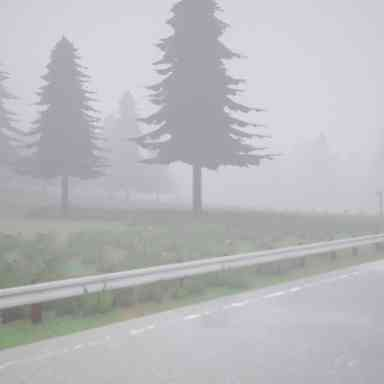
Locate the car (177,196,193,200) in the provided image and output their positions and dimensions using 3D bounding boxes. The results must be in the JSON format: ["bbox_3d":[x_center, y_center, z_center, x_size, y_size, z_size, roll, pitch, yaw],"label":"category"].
[{"bbox_3d":[-1.510,1.522,60.277,1.882,1.535,5.008,0,0,-34],"label":"car"}]
